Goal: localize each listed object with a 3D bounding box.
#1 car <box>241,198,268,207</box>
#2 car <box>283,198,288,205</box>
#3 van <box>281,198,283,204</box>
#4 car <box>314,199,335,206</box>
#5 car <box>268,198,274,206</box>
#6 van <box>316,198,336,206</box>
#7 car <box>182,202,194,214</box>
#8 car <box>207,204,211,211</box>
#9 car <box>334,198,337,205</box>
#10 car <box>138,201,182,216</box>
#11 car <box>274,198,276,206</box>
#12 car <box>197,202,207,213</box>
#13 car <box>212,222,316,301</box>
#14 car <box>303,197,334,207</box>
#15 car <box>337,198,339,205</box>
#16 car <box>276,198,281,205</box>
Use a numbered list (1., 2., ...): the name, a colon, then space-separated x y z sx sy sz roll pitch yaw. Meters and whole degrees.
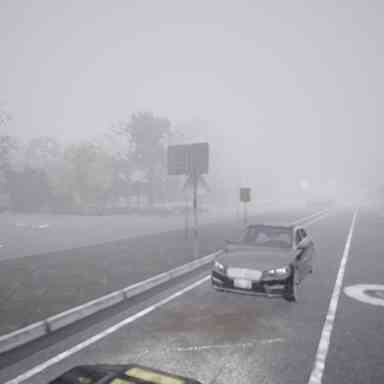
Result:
1. car: 13.252 2.418 72.354 5.008 1.535 2.097 0 -1 27
2. car: 23.290 2.884 92.235 4.674 1.452 2.002 0 -1 27
3. van: 20.677 2.497 87.319 4.442 1.987 1.878 0 -1 27
4. car: 32.512 2.534 81.411 4.553 1.767 2.185 0 -1 27
5. car: 15.755 2.506 77.327 5.008 1.535 2.097 0 -1 27
6. van: 33.851 2.494 83.878 4.442 1.987 1.878 0 -1 27
7. car: -2.506 1.987 41.209 4.892 1.521 2.231 0 -1 27
8. car: 0.390 2.104 46.940 4.674 1.452 2.002 0 -1 27
9. car: 27.405 2.192 71.436 5.566 2.045 2.435 0 -1 27
10. car: -3.987 1.986 38.286 4.674 1.452 2.002 0 -1 27
11. car: 17.015 2.596 79.812 4.674 1.452 2.002 0 -1 27
12. car: -1.039 2.025 44.134 5.008 1.535 2.097 0 -1 27
13. car: 2.128 1.615 8.895 2.128 1.511 4.902 0 -1 27
14. car: 26.171 2.398 68.916 4.892 1.521 2.231 0 -1 27
15. car: 31.198 2.351 78.940 5.566 2.045 2.435 0 -1 27
16. car: 19.556 2.539 84.769 4.553 1.767 2.185 0 -1 27
